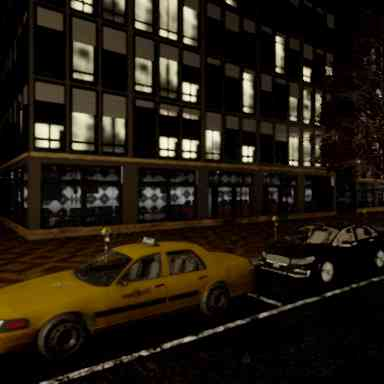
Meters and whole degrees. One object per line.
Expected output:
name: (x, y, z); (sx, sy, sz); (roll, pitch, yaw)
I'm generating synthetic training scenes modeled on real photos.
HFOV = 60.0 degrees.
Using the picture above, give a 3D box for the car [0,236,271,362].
car: (-0.966, 1.514, 5.868); (4.829, 1.417, 1.752); (0, 0, -36)

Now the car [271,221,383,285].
car: (3.806, 1.514, 9.275); (4.403, 1.369, 2.008); (0, 0, -36)
